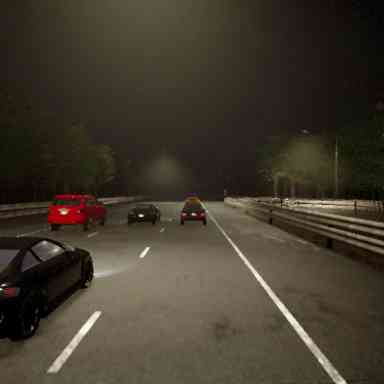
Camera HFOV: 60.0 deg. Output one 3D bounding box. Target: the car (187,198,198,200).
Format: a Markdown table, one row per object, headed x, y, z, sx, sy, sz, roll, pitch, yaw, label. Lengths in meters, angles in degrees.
| x | y | z | sx | sy | sz | roll | pitch | yaw | label |
| --- | --- | --- | --- | --- | --- | --- | --- | --- | --- |
| 0.097 | 1.456 | 42.896 | 1.882 | 1.535 | 5.008 | 0 | 0 | 0 | car |

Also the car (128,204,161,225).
| x | y | z | sx | sy | sz | roll | pitch | yaw | label |
| --- | --- | --- | --- | --- | --- | --- | --- | --- | --- |
| -3.400 | 1.552 | 24.308 | 1.994 | 1.385 | 4.181 | 0 | 0 | 0 | car |

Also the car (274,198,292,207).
| x | y | z | sx | sy | sz | roll | pitch | yaw | label |
| --- | --- | --- | --- | --- | --- | --- | --- | --- | --- |
| 13.688 | 1.646 | 52.039 | 1.994 | 1.385 | 4.181 | 0 | 0 | -29 | car |

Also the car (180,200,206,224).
| x | y | z | sx | sy | sz | roll | pitch | yaw | label |
| --- | --- | --- | --- | --- | --- | --- | --- | --- | --- |
| 0.096 | 1.536 | 24.636 | 2.033 | 1.411 | 5.357 | 0 | 0 | 0 | car |

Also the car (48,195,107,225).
| x | y | z | sx | sy | sz | roll | pitch | yaw | label |
| --- | --- | --- | --- | --- | --- | --- | --- | --- | --- |
| -6.901 | 1.211 | 20.613 | 2.150 | 2.045 | 5.566 | 0 | 0 | 0 | car |

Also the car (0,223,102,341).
| x | y | z | sx | sy | sz | roll | pitch | yaw | label |
| --- | --- | --- | --- | --- | --- | --- | --- | --- | --- |
| -3.402 | 1.562 | 6.513 | 1.994 | 1.385 | 4.181 | 0 | 0 | 0 | car |
